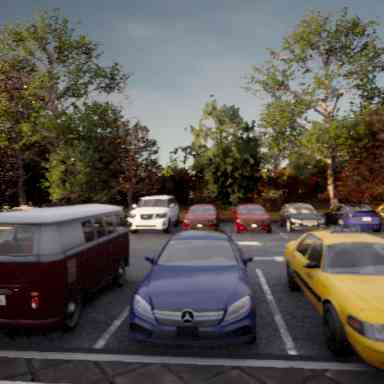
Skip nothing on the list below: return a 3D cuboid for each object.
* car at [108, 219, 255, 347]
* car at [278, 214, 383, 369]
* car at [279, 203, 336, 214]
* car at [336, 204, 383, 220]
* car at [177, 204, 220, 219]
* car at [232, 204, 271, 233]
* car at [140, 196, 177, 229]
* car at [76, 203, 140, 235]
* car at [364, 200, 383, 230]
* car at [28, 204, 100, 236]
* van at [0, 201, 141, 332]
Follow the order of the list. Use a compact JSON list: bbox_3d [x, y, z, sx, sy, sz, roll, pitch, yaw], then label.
[{"bbox_3d":[0.166,1.526,6.585,2.002,1.452,4.674,-1,0,6],"label":"car"},{"bbox_3d":[2.936,1.445,6.123,1.946,1.575,5.366,-1,0,6],"label":"car"},{"bbox_3d":[6.166,1.404,19.139,2.231,1.521,4.892,-1,0,6],"label":"car"},{"bbox_3d":[8.930,1.395,18.889,2.163,1.488,4.792,-1,0,6],"label":"car"},{"bbox_3d":[0.641,1.479,19.684,2.097,1.535,5.008,-1,0,6],"label":"car"},{"bbox_3d":[3.403,1.441,19.411,2.097,1.535,5.008,-1,0,6],"label":"car"},{"bbox_3d":[-2.128,1.266,19.923,2.435,2.045,5.566,-1,0,6],"label":"car"},{"bbox_3d":[-4.883,1.556,20.219,2.231,1.521,4.892,-1,0,6],"label":"car"},{"bbox_3d":[11.670,1.325,18.403,1.946,1.575,5.366,-1,0,6],"label":"car"},{"bbox_3d":[-7.647,1.590,20.493,2.097,1.535,5.008,-1,0,6],"label":"car"},{"bbox_3d":[-2.616,1.298,6.975,1.878,1.987,4.442,-1,0,6],"label":"van"}]
